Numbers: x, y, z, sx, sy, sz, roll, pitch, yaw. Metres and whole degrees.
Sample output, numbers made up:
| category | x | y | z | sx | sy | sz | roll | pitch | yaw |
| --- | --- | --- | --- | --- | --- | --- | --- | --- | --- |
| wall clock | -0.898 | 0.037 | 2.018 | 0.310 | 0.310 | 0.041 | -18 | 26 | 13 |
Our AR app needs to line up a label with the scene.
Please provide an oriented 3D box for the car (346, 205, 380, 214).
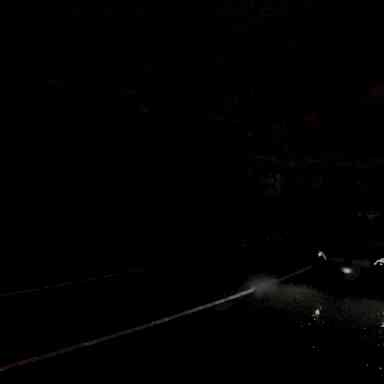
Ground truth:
| category | x | y | z | sx | sy | sz | roll | pitch | yaw |
| --- | --- | --- | --- | --- | --- | --- | --- | --- | --- |
| car | 14.396 | 1.828 | 28.063 | 2.128 | 1.511 | 4.902 | 1 | -1 | 12 |

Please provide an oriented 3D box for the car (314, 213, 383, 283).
| category | x | y | z | sx | sy | sz | roll | pitch | yaw |
| --- | --- | --- | --- | --- | --- | --- | --- | --- | --- |
| car | 5.027 | 1.529 | 9.415 | 1.812 | 1.442 | 4.674 | 0 | 0 | 40 |
